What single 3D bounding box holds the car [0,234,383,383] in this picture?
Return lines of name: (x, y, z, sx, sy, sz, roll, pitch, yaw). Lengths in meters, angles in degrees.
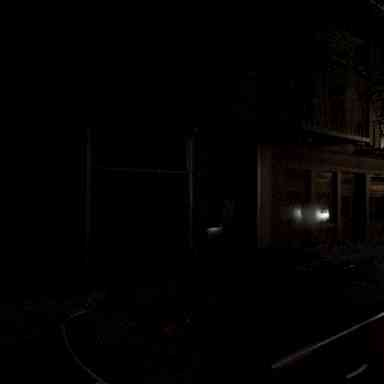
car: (0.164, 1.352, 2.880, 4.553, 1.767, 2.097, 0, 0, -35)
